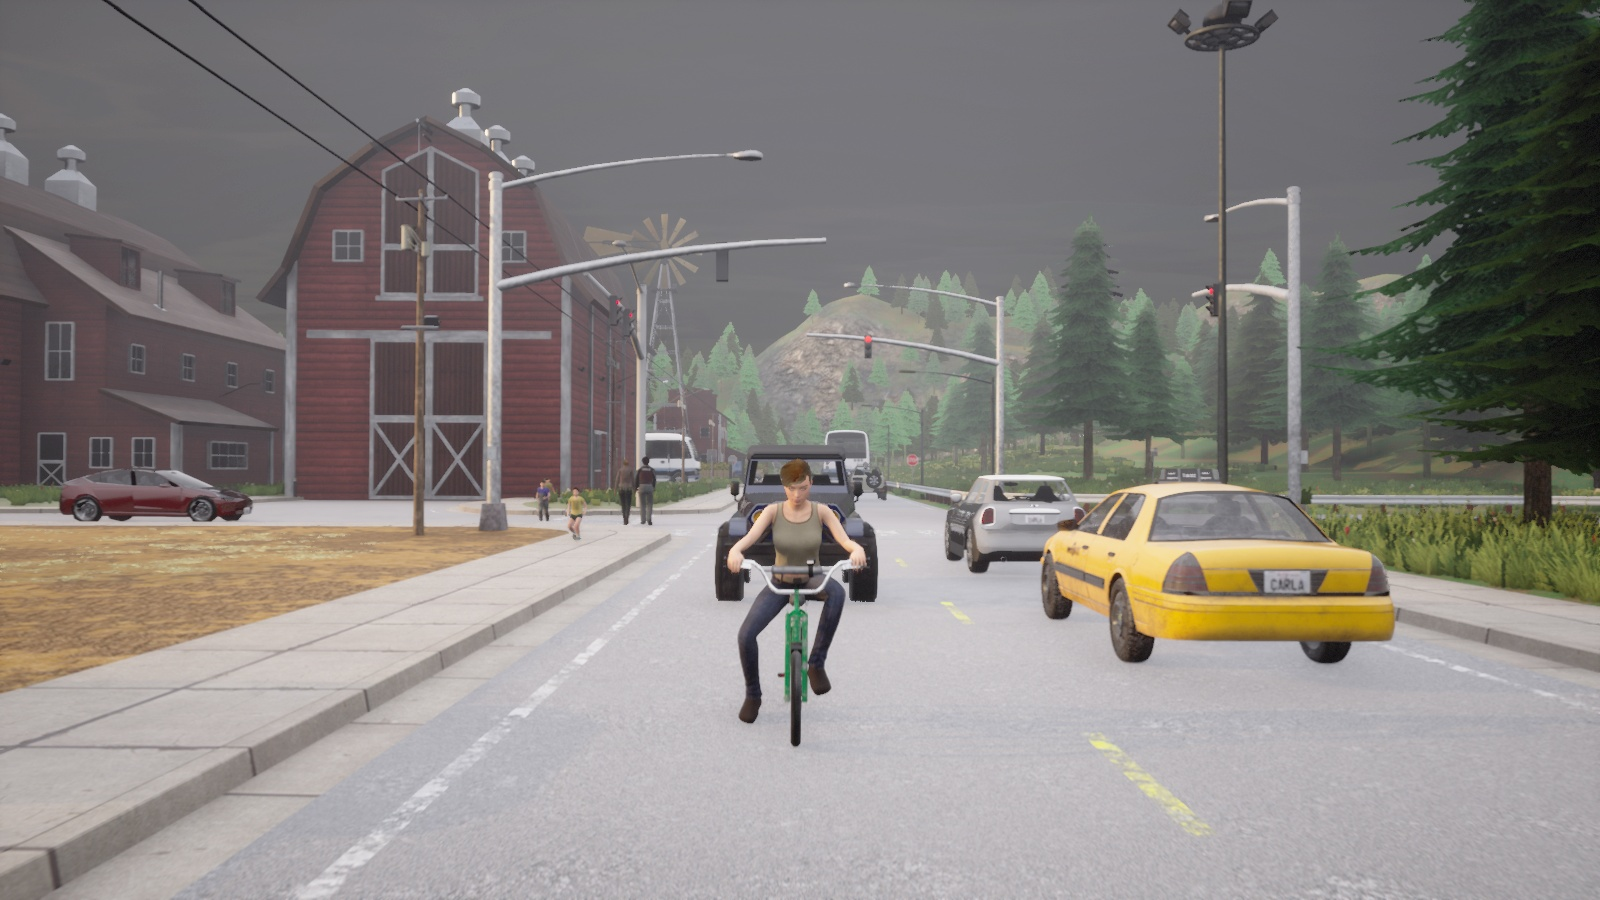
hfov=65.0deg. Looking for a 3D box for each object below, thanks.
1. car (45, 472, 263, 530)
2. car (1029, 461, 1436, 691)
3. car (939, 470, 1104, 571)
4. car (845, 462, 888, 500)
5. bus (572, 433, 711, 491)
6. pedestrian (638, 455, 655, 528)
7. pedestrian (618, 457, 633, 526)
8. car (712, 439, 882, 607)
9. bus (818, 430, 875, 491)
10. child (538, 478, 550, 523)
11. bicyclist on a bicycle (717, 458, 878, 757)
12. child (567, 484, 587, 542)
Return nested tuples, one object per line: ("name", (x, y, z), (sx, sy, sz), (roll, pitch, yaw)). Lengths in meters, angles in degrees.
("car", (-17.389, 1.361, 34.008), (4.792, 1.488, 2.163), (0, -1, -1))
("car", (3.475, 0.907, 11.347), (1.801, 1.575, 5.366), (0, -1, 0))
("car", (3.455, 1.068, 20.329), (1.970, 1.475, 3.806), (0, -1, 0))
("car", (3.357, 1.576, 64.064), (1.932, 1.855, 4.605), (0, -1, 0))
("bus", (-12.159, 0.939, 97.035), (10.273, 4.253, 3.944), (-1, -1, -1))
("pedestrian", (-4.116, 1.109, 33.691), (0.402, 1.930, 0.666), (0, -1, -4))
("pedestrian", (-4.706, 1.115, 33.931), (0.331, 1.846, 0.634), (0, -1, -1))
("car", (-0.037, 0.848, 16.043), (1.905, 1.878, 3.866), (0, -1, 0))
("bus", (3.550, 0.809, 92.561), (3.944, 4.253, 10.273), (0, -1, 4))
("child", (-7.230, 1.428, 35.474), (0.270, 1.263, 0.437), (0, -1, -4))
("bicyclist on a bicycle", (-0.012, 0.861, 7.546), (0.866, 1.612, 1.509), (0, -1, 0))
("child", (-4.348, 1.225, 24.490), (0.255, 1.110, 0.394), (0, -1, 10))
